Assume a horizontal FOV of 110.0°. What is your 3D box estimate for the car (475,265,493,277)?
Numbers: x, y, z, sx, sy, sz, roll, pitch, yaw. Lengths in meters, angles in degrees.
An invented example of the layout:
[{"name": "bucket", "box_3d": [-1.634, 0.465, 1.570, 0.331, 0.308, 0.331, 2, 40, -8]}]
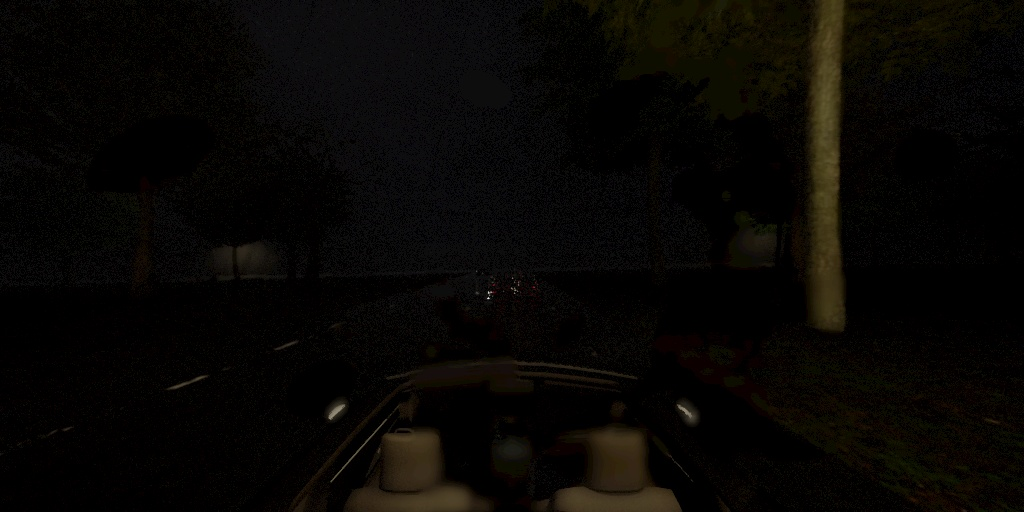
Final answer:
[{"name": "car", "box_3d": [-3.562, 1.909, 46.017, 1.837, 1.490, 4.892, 0, -1, 0]}]
